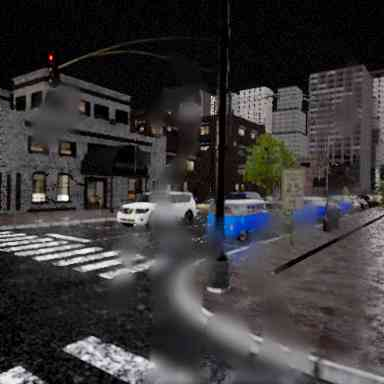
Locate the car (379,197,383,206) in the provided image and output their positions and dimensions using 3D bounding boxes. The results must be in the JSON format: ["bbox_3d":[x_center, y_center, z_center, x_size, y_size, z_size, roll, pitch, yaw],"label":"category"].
[{"bbox_3d":[27.894,1.333,51.994,2.192,1.841,5.009,1,1,35],"label":"car"}]

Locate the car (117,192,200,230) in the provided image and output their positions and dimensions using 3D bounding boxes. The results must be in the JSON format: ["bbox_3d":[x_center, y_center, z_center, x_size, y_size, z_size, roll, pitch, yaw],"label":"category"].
[{"bbox_3d":[-1.884,1.003,20.022,2.150,2.045,5.566,2,1,35],"label":"car"}]

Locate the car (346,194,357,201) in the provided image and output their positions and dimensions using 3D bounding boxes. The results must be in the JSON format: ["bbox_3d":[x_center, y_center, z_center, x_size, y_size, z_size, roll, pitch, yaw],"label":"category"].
[{"bbox_3d":[40.239,1.350,83.877,1.967,1.590,4.097,1,1,35],"label":"car"}]

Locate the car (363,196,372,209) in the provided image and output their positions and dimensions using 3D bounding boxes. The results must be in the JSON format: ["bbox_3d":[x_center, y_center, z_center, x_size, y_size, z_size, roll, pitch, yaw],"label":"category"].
[{"bbox_3d":[21.498,1.556,42.989,1.947,1.339,4.313,2,1,35],"label":"car"}]

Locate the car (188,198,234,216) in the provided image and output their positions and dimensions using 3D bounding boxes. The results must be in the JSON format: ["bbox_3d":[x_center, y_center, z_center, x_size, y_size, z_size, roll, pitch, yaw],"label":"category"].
[{"bbox_3d":[1.797,1.259,29.699,1.752,1.417,4.829,2,1,35],"label":"car"}]

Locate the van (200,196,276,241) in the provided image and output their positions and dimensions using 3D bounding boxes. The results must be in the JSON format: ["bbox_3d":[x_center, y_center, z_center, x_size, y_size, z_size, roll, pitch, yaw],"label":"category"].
[{"bbox_3d":[2.331,1.265,15.966,1.690,1.788,3.998,2,1,35],"label":"van"}]

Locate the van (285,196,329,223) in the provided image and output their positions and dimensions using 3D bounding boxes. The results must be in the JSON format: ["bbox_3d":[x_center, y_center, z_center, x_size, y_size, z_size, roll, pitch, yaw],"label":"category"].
[{"bbox_3d":[8.721,1.284,24.973,1.690,1.788,3.998,2,1,35],"label":"van"}]

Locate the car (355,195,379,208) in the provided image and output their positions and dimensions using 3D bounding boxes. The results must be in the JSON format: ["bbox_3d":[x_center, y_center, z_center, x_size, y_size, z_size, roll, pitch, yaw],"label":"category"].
[{"bbox_3d":[24.698,1.319,47.491,2.192,1.841,5.009,1,1,35],"label":"car"}]

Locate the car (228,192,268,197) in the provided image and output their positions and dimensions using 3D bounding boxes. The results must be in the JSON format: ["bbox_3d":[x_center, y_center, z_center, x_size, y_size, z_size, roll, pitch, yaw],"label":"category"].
[{"bbox_3d":[4.115,1.021,28.470,2.150,2.045,5.566,2,1,36],"label":"car"}]

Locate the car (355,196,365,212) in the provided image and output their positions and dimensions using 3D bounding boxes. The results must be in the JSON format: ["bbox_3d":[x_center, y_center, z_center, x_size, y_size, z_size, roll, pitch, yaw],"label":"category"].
[{"bbox_3d":[18.402,1.504,38.624,1.752,1.417,4.829,2,1,35],"label":"car"}]

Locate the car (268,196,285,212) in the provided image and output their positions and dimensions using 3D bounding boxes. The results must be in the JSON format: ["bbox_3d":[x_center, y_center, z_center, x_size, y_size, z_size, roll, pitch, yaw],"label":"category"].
[{"bbox_3d":[10.158,1.298,36.978,1.882,1.535,5.008,2,1,35],"label":"car"}]

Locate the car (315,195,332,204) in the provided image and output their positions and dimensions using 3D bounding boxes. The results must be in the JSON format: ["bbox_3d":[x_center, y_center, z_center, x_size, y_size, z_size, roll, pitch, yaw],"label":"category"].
[{"bbox_3d":[24.262,1.369,61.362,1.887,1.381,4.507,1,1,35],"label":"car"}]

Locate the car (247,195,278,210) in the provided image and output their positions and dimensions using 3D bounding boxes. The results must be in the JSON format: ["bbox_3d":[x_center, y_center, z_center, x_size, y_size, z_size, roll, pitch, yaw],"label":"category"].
[{"bbox_3d":[8.289,1.197,38.845,1.967,1.590,4.097,2,1,35],"label":"car"}]

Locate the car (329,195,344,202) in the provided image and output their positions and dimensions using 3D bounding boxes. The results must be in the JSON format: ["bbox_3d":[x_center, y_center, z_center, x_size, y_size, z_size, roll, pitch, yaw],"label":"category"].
[{"bbox_3d":[30.554,1.382,70.229,1.752,1.417,4.829,1,1,35],"label":"car"}]

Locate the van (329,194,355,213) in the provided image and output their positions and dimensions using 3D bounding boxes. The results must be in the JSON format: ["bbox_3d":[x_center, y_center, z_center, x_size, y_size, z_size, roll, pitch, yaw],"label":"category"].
[{"bbox_3d":[15.112,1.307,33.980,1.690,1.788,3.998,2,1,35],"label":"van"}]

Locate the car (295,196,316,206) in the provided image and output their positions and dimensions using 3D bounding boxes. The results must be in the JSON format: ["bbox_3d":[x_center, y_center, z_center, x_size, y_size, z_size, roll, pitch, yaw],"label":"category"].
[{"bbox_3d":[17.872,1.340,52.355,1.887,1.381,4.507,2,1,35],"label":"car"}]

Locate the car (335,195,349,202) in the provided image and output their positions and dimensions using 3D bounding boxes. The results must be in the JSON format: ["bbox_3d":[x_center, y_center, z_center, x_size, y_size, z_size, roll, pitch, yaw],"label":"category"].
[{"bbox_3d":[33.847,1.440,74.872,1.947,1.339,4.313,1,1,35],"label":"car"}]

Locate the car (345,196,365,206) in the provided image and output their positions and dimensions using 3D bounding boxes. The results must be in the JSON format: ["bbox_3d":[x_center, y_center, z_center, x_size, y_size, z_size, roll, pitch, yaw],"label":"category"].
[{"bbox_3d":[27.287,1.452,55.623,2.128,1.511,4.902,2,1,36],"label":"car"}]

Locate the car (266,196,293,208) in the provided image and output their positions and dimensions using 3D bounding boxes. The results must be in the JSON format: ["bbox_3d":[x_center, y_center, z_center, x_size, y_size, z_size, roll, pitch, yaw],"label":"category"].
[{"bbox_3d":[11.481,1.314,43.349,1.887,1.381,4.507,2,1,35],"label":"car"}]

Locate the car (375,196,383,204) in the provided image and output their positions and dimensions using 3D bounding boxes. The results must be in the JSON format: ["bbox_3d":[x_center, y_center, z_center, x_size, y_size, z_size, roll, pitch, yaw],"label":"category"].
[{"bbox_3d":[37.475,1.611,65.506,1.887,1.381,4.507,1,1,35],"label":"car"}]

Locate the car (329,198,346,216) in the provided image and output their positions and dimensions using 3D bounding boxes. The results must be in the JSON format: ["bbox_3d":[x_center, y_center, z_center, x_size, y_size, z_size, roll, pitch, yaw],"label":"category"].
[{"bbox_3d":[11.912,1.498,29.478,1.887,1.381,4.507,2,1,35],"label":"car"}]
